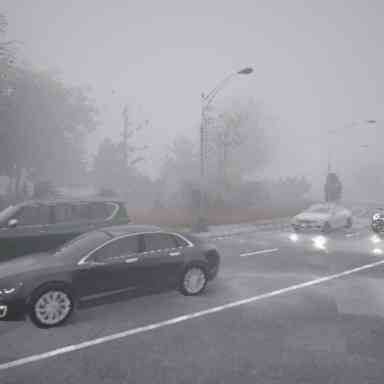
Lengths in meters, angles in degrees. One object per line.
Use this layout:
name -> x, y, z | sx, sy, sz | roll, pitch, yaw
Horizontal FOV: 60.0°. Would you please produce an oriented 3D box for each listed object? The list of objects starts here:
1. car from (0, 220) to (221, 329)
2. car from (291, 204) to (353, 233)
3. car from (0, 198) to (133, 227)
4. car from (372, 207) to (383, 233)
car -> -1.600, 1.502, 7.052 | 4.892, 1.490, 1.837 | 0, 0, -35
car -> 7.514, 1.416, 18.926 | 4.674, 1.442, 1.812 | -1, 1, -43
car -> -4.297, 1.217, 9.428 | 5.566, 2.045, 2.150 | -1, 0, -35
car -> 11.293, 1.230, 17.724 | 2.097, 1.767, 4.553 | 0, 1, 45
